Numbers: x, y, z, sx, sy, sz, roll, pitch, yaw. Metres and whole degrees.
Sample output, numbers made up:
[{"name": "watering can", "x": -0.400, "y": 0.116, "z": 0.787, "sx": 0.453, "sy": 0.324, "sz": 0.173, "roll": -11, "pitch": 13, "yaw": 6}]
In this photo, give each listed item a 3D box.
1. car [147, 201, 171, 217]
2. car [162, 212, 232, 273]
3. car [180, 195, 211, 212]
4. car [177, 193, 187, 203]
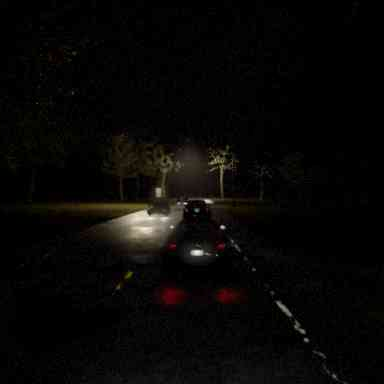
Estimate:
[{"name": "car", "x": -3.149, "y": 1.595, "z": 32.778, "sx": 2.033, "sy": 1.411, "sz": 5.357, "roll": 0, "pitch": 0, "yaw": 1}, {"name": "car", "x": 0.160, "y": 1.576, "z": 10.771, "sx": 1.994, "sy": 1.385, "sz": 4.181, "roll": 0, "pitch": 0, "yaw": 1}, {"name": "car", "x": 0.402, "y": 1.387, "z": 26.280, "sx": 2.097, "sy": 1.767, "sz": 4.553, "roll": 0, "pitch": 0, "yaw": 1}, {"name": "car", "x": -2.069, "y": 1.291, "z": 73.907, "sx": 2.150, "sy": 2.045, "sz": 5.566, "roll": 0, "pitch": 0, "yaw": 1}]
